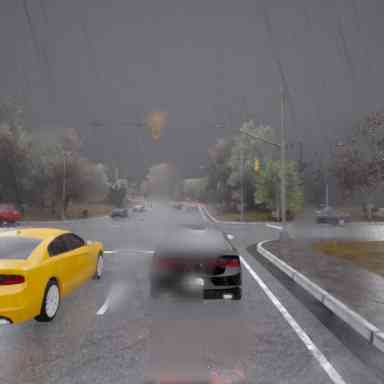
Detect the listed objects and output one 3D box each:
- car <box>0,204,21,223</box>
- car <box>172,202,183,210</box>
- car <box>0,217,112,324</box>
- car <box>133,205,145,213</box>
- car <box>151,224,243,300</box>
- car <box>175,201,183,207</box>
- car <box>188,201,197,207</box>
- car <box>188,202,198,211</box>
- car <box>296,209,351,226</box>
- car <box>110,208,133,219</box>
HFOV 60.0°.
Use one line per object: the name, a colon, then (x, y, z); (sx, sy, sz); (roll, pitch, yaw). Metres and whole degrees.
car: (-20.066, 2.210, 33.268); (5.566, 2.045, 2.150); (0, -1, 8)
car: (-3.347, 3.213, 73.842); (1.837, 1.490, 4.892); (0, 0, 0)
car: (-3.406, 1.544, 7.373); (1.882, 1.535, 5.008); (0, -1, 0)
car: (-10.406, 3.288, 64.879); (1.812, 1.442, 4.674); (0, 0, 1)
car: (0.101, 1.567, 8.615); (1.882, 1.535, 5.008); (0, -1, 0)
car: (-3.445, 3.177, 86.827); (1.994, 1.385, 4.181); (0, 0, -3)
car: (0.072, 3.172, 86.403); (2.033, 1.411, 5.357); (0, 0, -3)
car: (0.166, 3.074, 72.913); (2.097, 1.767, 4.553); (0, 0, 0)
car: (12.458, 2.442, 31.644); (4.892, 1.490, 1.837); (0, -2, 0)
car: (-10.500, 3.116, 48.587); (2.033, 1.411, 5.357); (0, -1, 0)
